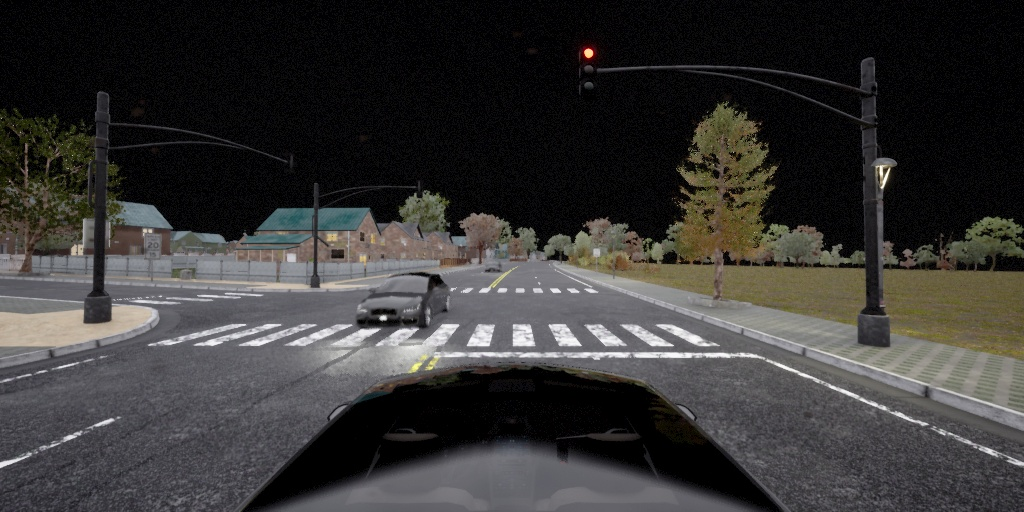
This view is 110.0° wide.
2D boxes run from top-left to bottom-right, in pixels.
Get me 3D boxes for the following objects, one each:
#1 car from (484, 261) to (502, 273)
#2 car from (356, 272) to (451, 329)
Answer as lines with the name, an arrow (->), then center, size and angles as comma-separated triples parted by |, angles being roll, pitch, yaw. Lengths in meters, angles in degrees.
car -> -2.199, 1.342, 43.525 | 1.837, 1.490, 4.892 | 0, 0, 3
car -> -3.172, 1.292, 11.340 | 1.837, 1.490, 4.892 | 0, 0, 1
